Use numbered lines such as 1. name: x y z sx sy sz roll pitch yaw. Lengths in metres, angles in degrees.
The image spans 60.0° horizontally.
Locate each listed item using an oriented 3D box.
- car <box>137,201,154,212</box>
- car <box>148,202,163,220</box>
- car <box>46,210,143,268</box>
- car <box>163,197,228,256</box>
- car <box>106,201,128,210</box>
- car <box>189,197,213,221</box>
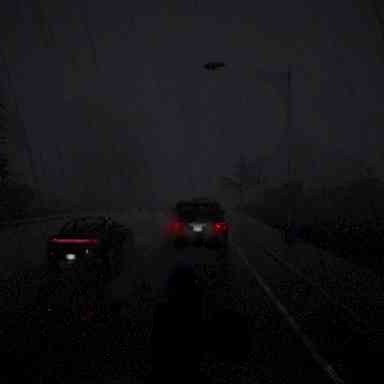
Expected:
1. car: -5.600 1.890 42.299 1.837 1.490 4.892 0 -1 5
2. car: -2.605 1.888 31.530 1.895 1.301 4.718 0 -1 3
3. car: -3.307 1.600 11.643 2.128 1.511 4.902 0 0 1
4. car: 0.246 1.351 13.896 2.150 2.045 5.566 0 0 1
5. car: -9.195 1.899 41.126 1.812 1.442 4.674 0 -1 4
6. car: 0.931 1.515 32.093 2.150 2.045 5.566 0 0 3
